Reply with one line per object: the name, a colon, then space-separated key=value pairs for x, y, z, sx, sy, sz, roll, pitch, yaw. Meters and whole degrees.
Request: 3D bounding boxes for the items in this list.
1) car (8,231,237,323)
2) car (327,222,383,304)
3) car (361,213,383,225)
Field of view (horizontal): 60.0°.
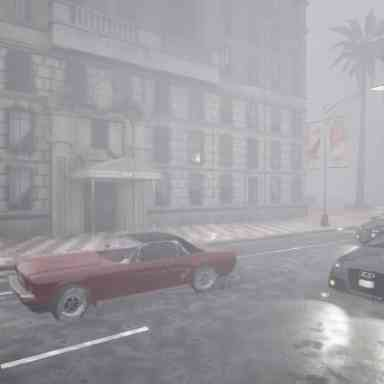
car: x=-1.329 y=1.601 z=7.328 sx=4.718 sy=1.301 sz=1.895 roll=0 pitch=0 yaw=-35
car: x=4.945 y=1.564 z=7.479 sx=4.181 sy=1.385 sz=1.994 roll=0 pitch=0 yaw=-35
car: x=9.061 y=1.563 z=14.640 sx=4.181 sy=1.385 sz=1.994 roll=0 pitch=0 yaw=-35
